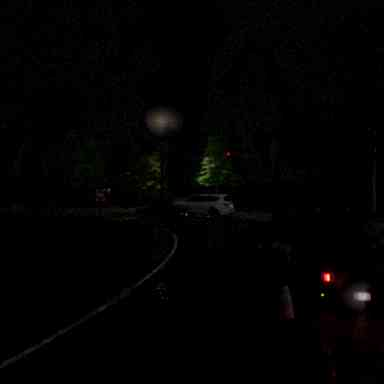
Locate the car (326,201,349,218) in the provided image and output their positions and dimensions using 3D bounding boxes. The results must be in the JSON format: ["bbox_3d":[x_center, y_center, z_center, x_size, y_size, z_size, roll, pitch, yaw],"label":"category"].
[{"bbox_3d":[11.946,1.540,30.234,4.181,1.385,1.994,0,0,30],"label":"car"}]

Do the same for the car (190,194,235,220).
[{"bbox_3d":[0.973,1.206,28.567,5.566,2.045,2.150,0,0,30],"label":"car"}]

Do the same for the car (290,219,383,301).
[{"bbox_3d":[3.526,1.594,8.189,1.895,1.301,4.718,0,0,12],"label":"car"}]

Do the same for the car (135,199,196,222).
[{"bbox_3d":[-2.393,1.513,26.488,4.674,1.442,1.812,0,0,30],"label":"car"}]

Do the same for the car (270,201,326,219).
[{"bbox_3d":[8.728,1.543,28.067,4.181,1.385,1.994,0,0,30],"label":"car"}]

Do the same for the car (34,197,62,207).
[{"bbox_3d":[-21.609,1.492,49.972,4.892,1.490,1.837,0,0,30],"label":"car"}]
